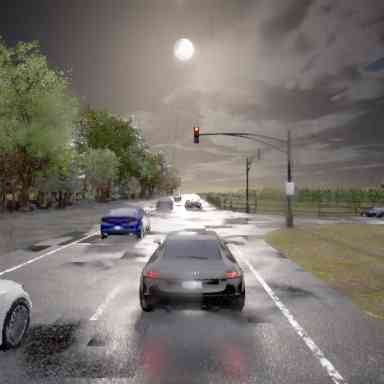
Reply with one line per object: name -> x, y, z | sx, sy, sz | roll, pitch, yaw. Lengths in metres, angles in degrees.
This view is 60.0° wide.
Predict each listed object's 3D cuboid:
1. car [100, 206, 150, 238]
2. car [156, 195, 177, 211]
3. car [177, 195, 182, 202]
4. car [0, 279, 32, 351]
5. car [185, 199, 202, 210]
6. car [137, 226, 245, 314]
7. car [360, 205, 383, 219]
car -> -3.376, 1.483, 17.596 | 1.882, 1.535, 5.008 | 0, 0, 0
car -> -3.343, 1.485, 41.924 | 1.882, 1.535, 5.008 | 0, 0, 0
car -> -3.390, 1.528, 79.100 | 2.128, 1.511, 4.902 | 0, 0, 0
car -> -3.401, 1.526, 3.246 | 1.812, 1.442, 4.674 | 0, 0, 0
car -> 0.140, 1.608, 43.874 | 1.895, 1.301, 4.718 | 0, 0, -4
car -> 0.011, 1.566, 7.725 | 1.994, 1.385, 4.181 | 0, 0, 0
car -> 18.752, 1.809, 31.056 | 5.357, 1.411, 2.033 | 1, -1, 0
